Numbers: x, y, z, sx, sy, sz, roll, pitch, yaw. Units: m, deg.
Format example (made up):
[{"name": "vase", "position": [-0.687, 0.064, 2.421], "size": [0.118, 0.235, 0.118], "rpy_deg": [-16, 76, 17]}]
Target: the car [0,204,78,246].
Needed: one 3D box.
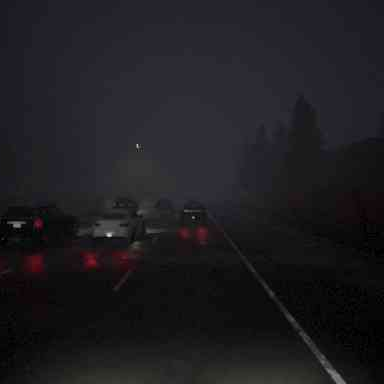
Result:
[{"name": "car", "position": [-6.901, 1.345, 15.254], "size": [2.097, 1.767, 4.553], "rpy_deg": [0, 0, 0]}]

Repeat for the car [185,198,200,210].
[{"name": "car", "position": [0.079, 1.506, 42.656], "size": [1.812, 1.442, 4.674], "rpy_deg": [0, 0, 0]}]

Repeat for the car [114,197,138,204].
[{"name": "car", "position": [-6.902, 1.336, 34.977], "size": [2.097, 1.767, 4.553], "rpy_deg": [0, 0, 0]}]

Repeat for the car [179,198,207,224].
[{"name": "car", "position": [0.099, 1.480, 24.609], "size": [2.128, 1.511, 4.902], "rpy_deg": [0, 0, 0]}]

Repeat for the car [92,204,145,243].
[{"name": "car", "position": [-3.401, 1.518, 15.979], "size": [1.812, 1.442, 4.674], "rpy_deg": [0, 0, 0]}]

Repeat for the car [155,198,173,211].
[{"name": "car", "position": [-3.403, 1.459, 41.082], "size": [1.882, 1.535, 5.008], "rpy_deg": [0, 0, 0]}]
